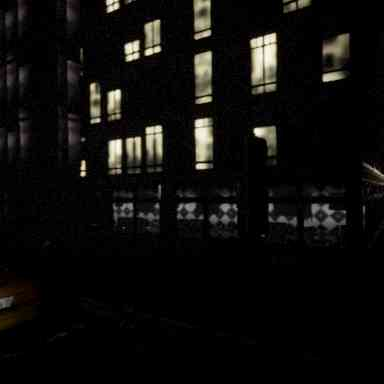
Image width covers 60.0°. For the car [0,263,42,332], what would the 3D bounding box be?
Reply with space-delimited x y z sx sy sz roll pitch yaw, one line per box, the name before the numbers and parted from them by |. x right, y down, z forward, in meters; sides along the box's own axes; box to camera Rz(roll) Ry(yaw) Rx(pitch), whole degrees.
car | -4.645 1.550 5.881 4.829 1.417 1.752 0 0 33
